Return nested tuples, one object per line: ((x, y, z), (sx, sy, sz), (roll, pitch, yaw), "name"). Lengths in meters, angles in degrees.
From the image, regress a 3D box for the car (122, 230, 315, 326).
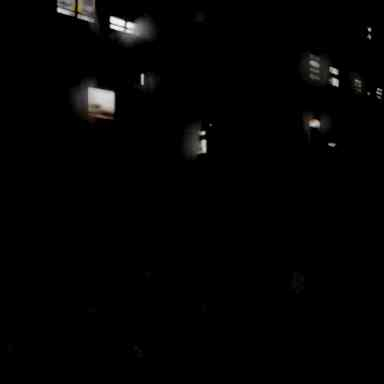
((0.742, 1.555, 7.087), (4.507, 1.381, 1.887), (0, 0, -35), "car")

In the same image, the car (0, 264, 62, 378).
((-3.847, 1.548, 3.814), (4.403, 1.369, 2.008), (0, 0, -35), "car")
